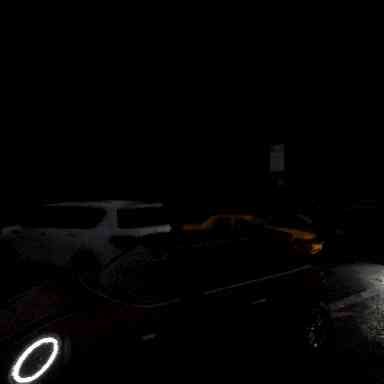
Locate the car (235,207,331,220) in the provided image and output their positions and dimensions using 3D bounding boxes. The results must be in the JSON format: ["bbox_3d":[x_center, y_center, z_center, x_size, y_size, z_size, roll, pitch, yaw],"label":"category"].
[{"bbox_3d":[2.029,1.498,12.426,5.366,1.575,1.946,-1,-1,34],"label":"car"}]

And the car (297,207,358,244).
[{"bbox_3d":[4.305,1.547,14.299,4.674,1.452,2.002,-1,-1,34],"label":"car"}]

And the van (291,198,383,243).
[{"bbox_3d":[6.639,1.286,16.119,4.442,1.987,1.878,-1,-1,34],"label":"van"}]

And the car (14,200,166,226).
[{"bbox_3d":[-3.017,1.246,9.008,5.566,2.045,2.435,-1,-1,34],"label":"car"}]

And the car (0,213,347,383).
[{"bbox_3d":[-0.210,1.357,4.430,4.553,1.767,2.097,0,0,-36],"label":"car"}]
